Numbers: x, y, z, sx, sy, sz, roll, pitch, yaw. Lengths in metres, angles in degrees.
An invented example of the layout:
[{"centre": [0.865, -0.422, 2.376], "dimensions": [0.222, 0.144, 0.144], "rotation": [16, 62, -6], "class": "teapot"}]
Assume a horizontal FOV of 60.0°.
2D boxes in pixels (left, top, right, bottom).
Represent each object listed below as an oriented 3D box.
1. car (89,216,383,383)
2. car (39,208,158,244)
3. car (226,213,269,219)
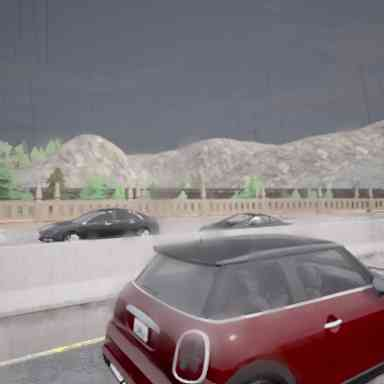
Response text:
[{"centre": [1.279, 1.347, 4.371], "dimensions": [4.553, 1.767, 2.097], "rotation": [0, 0, -33], "class": "car"}, {"centre": [-3.706, 1.463, 13.868], "dimensions": [4.892, 1.490, 1.837], "rotation": [0, 0, -32], "class": "car"}, {"centre": [2.211, 1.545, 13.315], "dimensions": [4.181, 1.385, 1.994], "rotation": [0, 0, -29], "class": "car"}]
